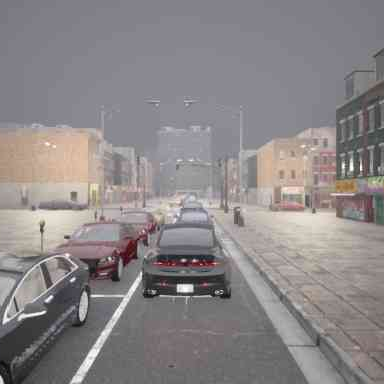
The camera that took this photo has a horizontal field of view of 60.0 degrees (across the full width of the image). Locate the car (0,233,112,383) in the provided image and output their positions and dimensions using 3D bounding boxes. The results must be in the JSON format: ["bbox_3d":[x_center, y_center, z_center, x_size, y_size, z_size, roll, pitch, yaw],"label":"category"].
[{"bbox_3d":[-2.630,1.552,4.336,2.008,1.369,4.403,0,0,0],"label":"car"}]

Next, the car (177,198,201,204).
[{"bbox_3d":[0.041,1.502,26.197,1.882,1.535,5.008,0,0,0],"label":"car"}]

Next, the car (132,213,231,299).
[{"bbox_3d":[-0.071,1.508,8.484,1.837,1.490,4.892,0,0,1],"label":"car"}]

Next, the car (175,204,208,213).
[{"bbox_3d":[0.104,1.536,15.928,1.812,1.442,4.674,0,0,0],"label":"car"}]

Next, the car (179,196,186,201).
[{"bbox_3d":[-2.573,1.762,90.884,1.887,1.381,4.507,0,0,0],"label":"car"}]

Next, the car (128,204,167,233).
[{"bbox_3d":[-2.619,1.541,20.648,1.752,1.417,4.829,0,0,0],"label":"car"}]

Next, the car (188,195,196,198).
[{"bbox_3d":[0.057,1.713,83.450,1.812,1.442,4.674,0,0,0],"label":"car"}]

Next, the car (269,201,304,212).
[{"bbox_3d":[11.601,1.762,41.001,4.181,1.385,1.994,1,0,1],"label":"car"}]

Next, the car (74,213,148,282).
[{"bbox_3d":[-2.626,1.549,9.830,1.887,1.381,4.507,0,0,0],"label":"car"}]

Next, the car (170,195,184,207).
[{"bbox_3d":[-2.599,1.609,52.606,1.752,1.417,4.829,0,0,0],"label":"car"}]

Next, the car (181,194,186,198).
[{"bbox_3d":[-2.594,1.414,58.220,2.192,1.841,5.009,0,0,0],"label":"car"}]

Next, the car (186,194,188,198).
[{"bbox_3d":[-2.581,1.699,79.825,1.752,1.417,4.829,0,0,0],"label":"car"}]

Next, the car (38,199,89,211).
[{"bbox_3d":[-14.627,1.490,37.948,5.357,1.411,2.033,0,0,2],"label":"car"}]

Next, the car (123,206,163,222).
[{"bbox_3d":[-2.623,1.554,15.325,1.887,1.381,4.507,0,0,0],"label":"car"}]
